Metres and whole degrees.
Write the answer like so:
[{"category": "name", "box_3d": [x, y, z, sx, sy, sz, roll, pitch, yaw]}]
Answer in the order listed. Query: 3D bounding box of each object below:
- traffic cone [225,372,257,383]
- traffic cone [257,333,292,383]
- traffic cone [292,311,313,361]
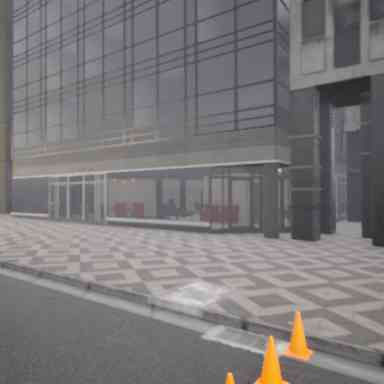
[{"category": "traffic cone", "box_3d": [0.347, 1.975, 3.079, 0.340, 0.580, 0.340, 0, 0, 35]}, {"category": "traffic cone", "box_3d": [0.923, 1.981, 3.897, 0.340, 0.580, 0.340, 0, 0, 35]}, {"category": "traffic cone", "box_3d": [1.498, 1.987, 4.714, 0.340, 0.580, 0.340, 0, 0, 35]}]
